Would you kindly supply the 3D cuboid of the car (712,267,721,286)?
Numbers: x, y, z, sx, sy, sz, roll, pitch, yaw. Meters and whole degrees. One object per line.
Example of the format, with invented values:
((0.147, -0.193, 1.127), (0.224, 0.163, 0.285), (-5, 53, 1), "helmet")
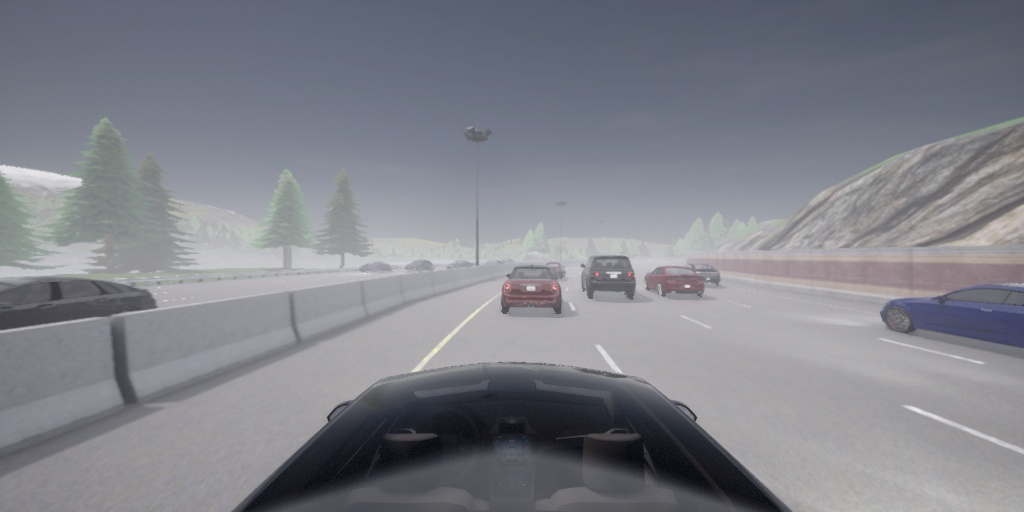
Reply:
((12.994, 1.271, 25.316), (2.128, 1.511, 4.902), (0, 0, 11), "car")

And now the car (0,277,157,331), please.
((-10.355, 1.223, 7.383), (1.837, 1.490, 4.892), (0, 0, 3), "car")

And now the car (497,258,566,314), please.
((0.816, 1.100, 14.044), (2.097, 1.767, 4.553), (0, 0, 5), "car")

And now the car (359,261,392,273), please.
((-15.783, 1.255, 41.563), (1.994, 1.385, 4.181), (0, 0, 15), "car")

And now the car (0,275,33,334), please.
((-13.868, 1.234, 7.329), (1.812, 1.442, 4.674), (0, 0, 3), "car")

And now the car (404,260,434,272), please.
((-11.402, 1.208, 44.356), (1.837, 1.490, 4.892), (0, 0, 16), "car")

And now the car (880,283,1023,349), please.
((10.852, 1.305, 7.745), (1.812, 1.442, 4.674), (0, 0, 3), "car")

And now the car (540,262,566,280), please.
((3.813, 1.277, 32.632), (1.812, 1.442, 4.674), (0, 0, 13), "car")

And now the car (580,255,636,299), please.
((4.784, 0.980, 18.348), (2.150, 2.045, 5.566), (0, 0, 7), "car")

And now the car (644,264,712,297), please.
((8.418, 1.246, 19.029), (1.882, 1.535, 5.008), (0, 0, 7), "car")

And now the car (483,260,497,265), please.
((-2.563, 1.252, 49.261), (1.812, 1.442, 4.674), (0, 0, 19), "car")

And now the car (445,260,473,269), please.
((-6.855, 1.262, 47.538), (2.033, 1.411, 5.357), (0, 0, 17), "car")
